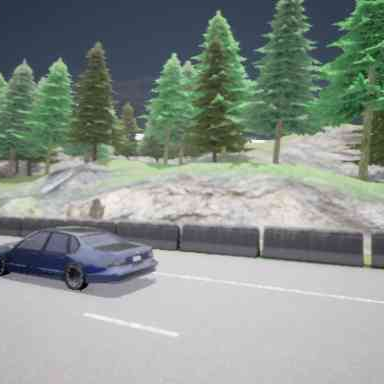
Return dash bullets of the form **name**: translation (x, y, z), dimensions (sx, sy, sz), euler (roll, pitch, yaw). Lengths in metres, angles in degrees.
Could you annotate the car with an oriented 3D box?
- **car**: translation (-3.548, 1.694, 9.319), dimensions (5.357, 1.411, 2.033), euler (-1, -1, 28)
